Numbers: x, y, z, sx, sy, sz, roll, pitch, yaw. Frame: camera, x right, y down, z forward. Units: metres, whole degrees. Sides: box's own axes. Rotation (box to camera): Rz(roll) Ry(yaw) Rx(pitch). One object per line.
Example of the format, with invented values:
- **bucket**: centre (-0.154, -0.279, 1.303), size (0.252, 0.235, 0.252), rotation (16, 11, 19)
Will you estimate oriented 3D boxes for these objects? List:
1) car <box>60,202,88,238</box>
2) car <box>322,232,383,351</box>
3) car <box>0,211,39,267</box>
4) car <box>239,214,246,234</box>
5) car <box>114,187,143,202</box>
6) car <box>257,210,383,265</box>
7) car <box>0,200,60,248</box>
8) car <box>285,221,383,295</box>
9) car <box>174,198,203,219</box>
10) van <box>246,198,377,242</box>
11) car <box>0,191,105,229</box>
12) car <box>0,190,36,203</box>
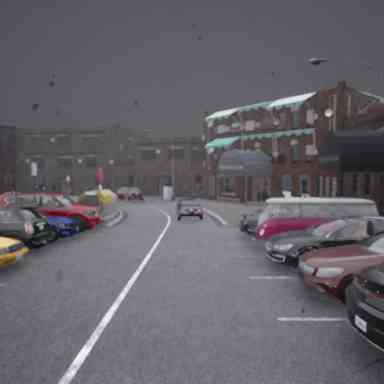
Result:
- **car**: centre (-7.679, 1.407, 15.049), size (5.008, 1.535, 2.097), rotation (0, 1, 0)
- **car**: centre (4.646, 1.468, 4.396), size (4.892, 1.521, 2.231), rotation (0, 0, 0)
- **car**: centre (-7.491, 1.449, 9.277), size (5.366, 1.575, 1.946), rotation (0, 0, 0)
- **car**: centre (4.650, 1.402, 15.459), size (4.892, 1.521, 2.231), rotation (0, 1, 0)
- **car**: centre (-7.813, 0.160, 39.396), size (4.553, 1.767, 2.097), rotation (3, 5, 44)
- **car**: centre (4.660, 1.452, 9.856), size (4.892, 1.521, 2.231), rotation (0, 0, 0)
- **car**: centre (-7.645, 1.313, 12.219), size (4.553, 1.767, 2.185), rotation (0, 0, 0)
- **car**: centre (4.655, 1.499, 7.066), size (4.674, 1.452, 2.002), rotation (0, 0, 0)
- **car**: centre (-0.298, 1.188, 25.028), size (2.033, 1.411, 5.357), rotation (0, 2, -5)
- **van**: centre (4.538, 1.210, 12.649), size (4.442, 1.987, 1.878), rotation (0, 1, 0)
- **car**: centre (-7.645, 1.100, 17.989), size (5.566, 2.045, 2.435), rotation (0, 1, 0)
- **car**: centre (-22.480, 0.586, 42.500), size (4.181, 1.385, 1.994), rotation (-1, 3, 14)
